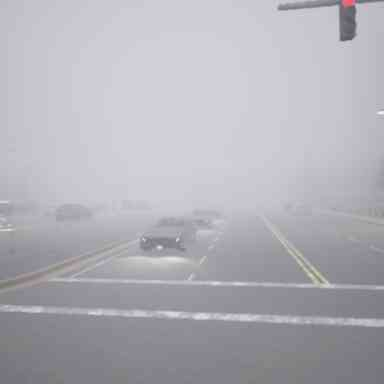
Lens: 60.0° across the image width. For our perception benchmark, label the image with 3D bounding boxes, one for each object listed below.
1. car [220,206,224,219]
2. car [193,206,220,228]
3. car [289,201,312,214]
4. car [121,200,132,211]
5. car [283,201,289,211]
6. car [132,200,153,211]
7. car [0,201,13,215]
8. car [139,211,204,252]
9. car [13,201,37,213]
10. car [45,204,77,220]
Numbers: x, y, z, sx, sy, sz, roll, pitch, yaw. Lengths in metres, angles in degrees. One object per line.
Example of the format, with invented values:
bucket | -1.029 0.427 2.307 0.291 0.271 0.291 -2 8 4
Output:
car | 2.477 2.220 37.033 1.895 1.301 4.718 -1 -1 9
car | 0.757 2.010 26.225 2.033 1.411 5.357 -1 -1 9
car | 14.197 2.038 43.077 1.882 1.535 5.008 -1 -1 9
car | -11.170 2.319 58.680 1.905 1.878 3.866 -1 -1 9
car | 15.713 2.182 52.974 1.882 1.535 5.008 -1 -1 9
car | -8.322 2.269 58.165 1.932 1.855 4.605 -1 -1 9
car | -33.400 2.918 62.238 1.970 1.475 3.806 -1 -1 9
car | -0.878 1.860 15.877 2.033 1.411 5.357 -1 -1 9
car | -30.547 2.632 61.770 1.905 1.878 3.866 -1 -1 9
car | -16.625 2.353 41.865 1.970 1.475 3.806 -1 -1 9
